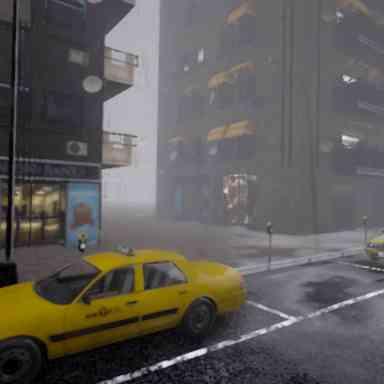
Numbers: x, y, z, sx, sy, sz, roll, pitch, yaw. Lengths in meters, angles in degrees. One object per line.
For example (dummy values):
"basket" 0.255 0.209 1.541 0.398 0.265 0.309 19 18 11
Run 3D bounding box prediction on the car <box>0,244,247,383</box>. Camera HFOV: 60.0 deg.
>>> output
"car" -1.288 1.546 5.169 4.829 1.417 1.752 1 0 -35

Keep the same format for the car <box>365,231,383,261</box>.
"car" 7.944 1.668 11.756 4.829 1.417 1.752 1 0 -35
